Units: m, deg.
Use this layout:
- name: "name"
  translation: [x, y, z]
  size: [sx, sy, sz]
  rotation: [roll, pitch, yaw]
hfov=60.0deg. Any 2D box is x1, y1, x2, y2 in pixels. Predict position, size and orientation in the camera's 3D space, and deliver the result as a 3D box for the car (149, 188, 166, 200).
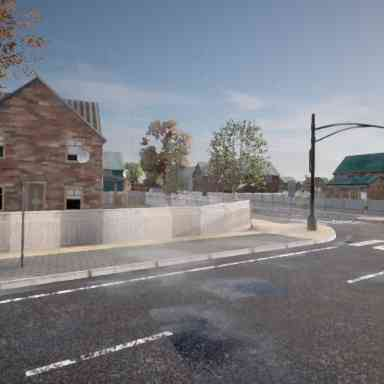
- name: "car"
  translation: [-6.515, 0.336, 61.647]
  size: [2.150, 2.045, 5.566]
  rotation: [1, 1, -21]
